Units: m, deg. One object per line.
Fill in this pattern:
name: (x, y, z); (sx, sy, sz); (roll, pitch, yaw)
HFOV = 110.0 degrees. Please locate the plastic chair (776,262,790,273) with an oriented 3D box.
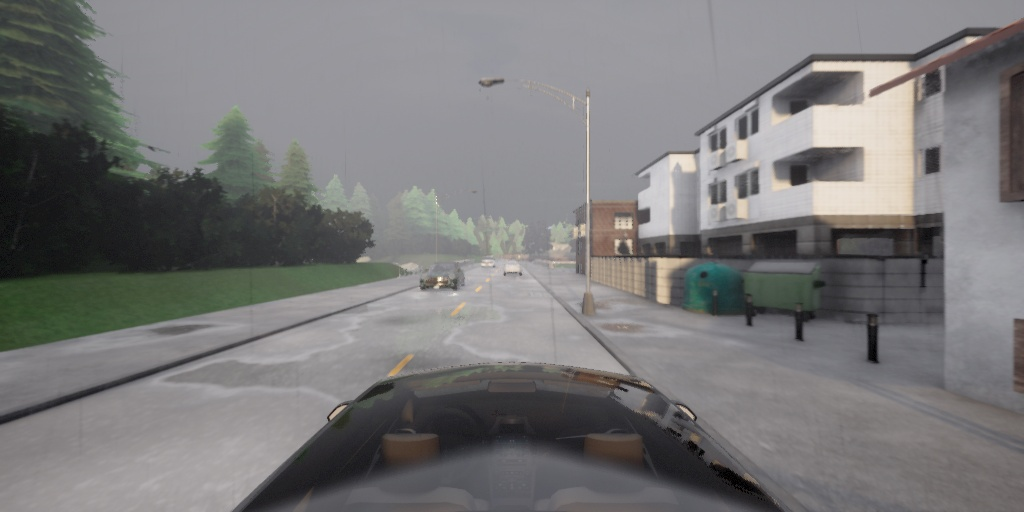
plastic chair: (37.183, 1.305, 49.194); (0.730, 1.272, 0.750); (0, 0, 0)

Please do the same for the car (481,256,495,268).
car: (-4.045, 1.010, 61.107); (2.150, 2.045, 5.566); (0, 1, 0)

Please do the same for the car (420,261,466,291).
car: (-4.107, 1.115, 21.811); (2.097, 1.767, 4.553); (0, 0, 0)

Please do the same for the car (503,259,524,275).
car: (0.082, 1.299, 38.741); (1.812, 1.442, 4.674); (0, 0, 0)

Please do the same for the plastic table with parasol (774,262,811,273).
plastic table with parasol: (38.383, 0.700, 49.094); (2.482, 2.480, 2.482); (0, 0, 0)

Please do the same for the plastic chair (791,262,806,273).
plastic chair: (38.283, 1.304, 47.989); (0.750, 1.272, 0.730); (0, 0, 0)
